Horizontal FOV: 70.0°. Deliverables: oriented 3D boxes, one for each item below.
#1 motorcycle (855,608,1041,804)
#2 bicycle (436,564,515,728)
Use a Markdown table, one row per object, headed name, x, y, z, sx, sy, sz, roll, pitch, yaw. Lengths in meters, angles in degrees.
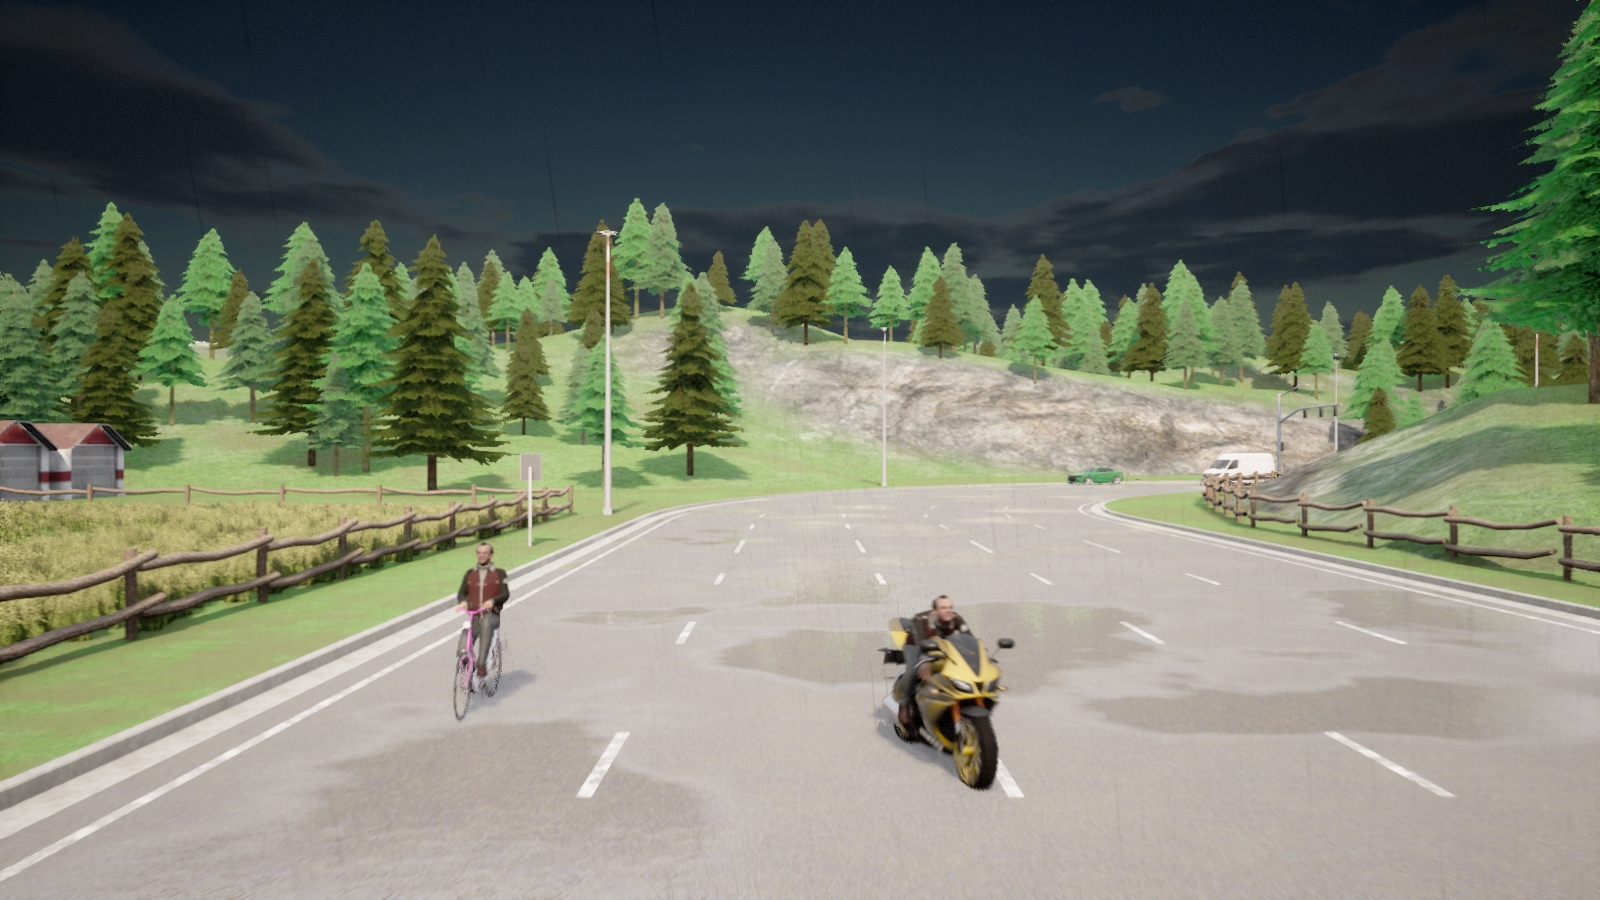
| name | x | y | z | sx | sy | sz | roll | pitch | yaw |
| --- | --- | --- | --- | --- | --- | --- | --- | --- | --- |
| motorcycle | 1.253 | 2.205 | 10.293 | 0.867 | 1.251 | 2.209 | 1 | 0 | -15 |
| bicycle | -3.489 | 2.060 | 12.381 | 0.329 | 1.471 | 1.835 | 0 | 0 | 0 |
